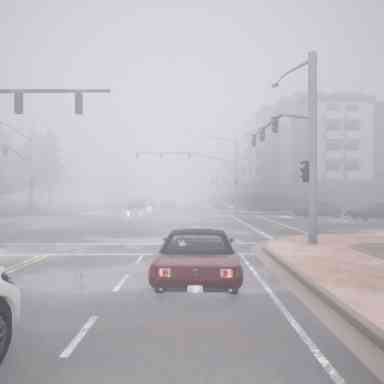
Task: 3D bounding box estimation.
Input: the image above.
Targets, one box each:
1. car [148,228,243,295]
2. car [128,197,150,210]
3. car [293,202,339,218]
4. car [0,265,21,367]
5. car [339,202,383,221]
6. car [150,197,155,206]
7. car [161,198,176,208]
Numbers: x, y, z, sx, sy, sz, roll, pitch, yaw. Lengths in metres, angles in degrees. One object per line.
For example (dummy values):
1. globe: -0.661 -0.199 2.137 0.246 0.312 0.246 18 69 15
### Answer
1. car: 0.161 1.604 8.710 1.895 1.301 4.718 0 0 2
2. car: -7.080 1.491 43.432 1.882 1.535 5.008 0 0 0
3. car: 11.359 1.573 30.280 4.181 1.385 1.994 0 0 -2
4. car: -3.454 1.223 2.222 2.150 2.045 5.566 0 0 1
5. car: 15.285 1.556 26.991 5.357 1.411 2.033 0 0 -3
6. car: -7.077 1.508 53.336 2.128 1.511 4.902 0 0 0
7. car: -3.403 1.578 47.810 1.994 1.385 4.181 0 0 0
